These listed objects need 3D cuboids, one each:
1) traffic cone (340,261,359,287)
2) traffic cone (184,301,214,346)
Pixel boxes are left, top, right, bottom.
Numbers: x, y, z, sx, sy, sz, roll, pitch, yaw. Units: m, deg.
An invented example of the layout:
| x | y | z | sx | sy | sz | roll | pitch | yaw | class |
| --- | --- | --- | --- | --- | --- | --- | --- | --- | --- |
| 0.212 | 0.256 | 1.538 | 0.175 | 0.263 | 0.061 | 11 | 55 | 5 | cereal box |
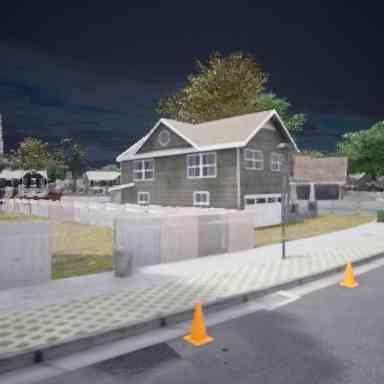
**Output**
| x | y | z | sx | sy | sz | roll | pitch | yaw | class |
| --- | --- | --- | --- | --- | --- | --- | --- | --- | --- |
| 3.894 | 1.997 | 8.225 | 0.340 | 0.580 | 0.340 | 0 | 0 | -41 | traffic cone |
| 0.108 | 1.983 | 5.141 | 0.340 | 0.580 | 0.340 | 0 | 0 | -38 | traffic cone |
